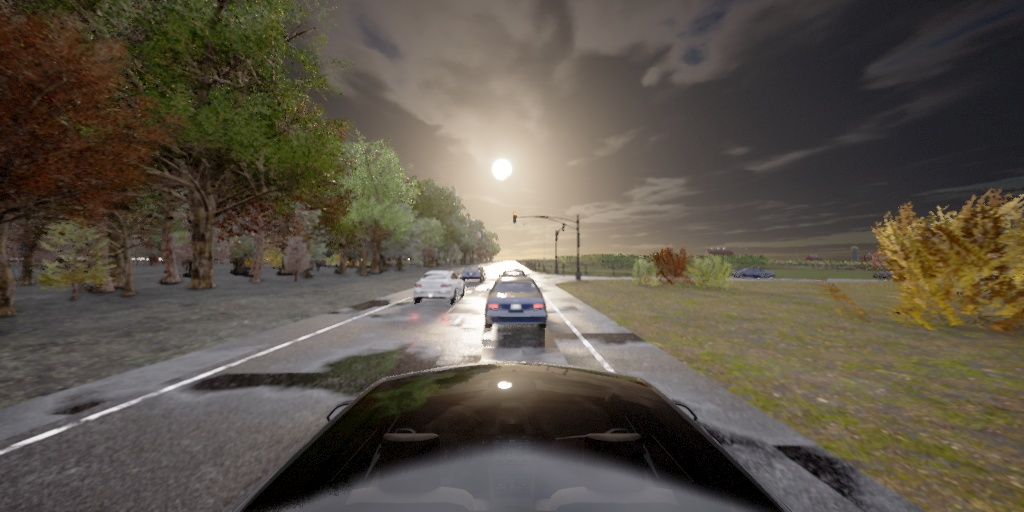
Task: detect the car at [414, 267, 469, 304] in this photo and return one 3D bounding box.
[{"bbox_3d":[-3.400,1.410,17.275,1.812,1.442,4.674,0,0,0],"label":"car"}]

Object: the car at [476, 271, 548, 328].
[{"bbox_3d":[0.100,1.384,11.779,2.033,1.411,5.357,0,-1,0],"label":"car"}]

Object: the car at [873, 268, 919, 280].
[{"bbox_3d":[46.432,2.172,43.191,4.892,1.490,1.837,1,-1,1],"label":"car"}]

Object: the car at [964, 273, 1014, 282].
[{"bbox_3d":[51.421,2.232,39.579,4.718,1.301,1.895,1,-1,1],"label":"car"}]

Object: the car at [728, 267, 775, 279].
[{"bbox_3d":[28.620,2.020,43.315,5.357,1.411,2.033,1,-1,0],"label":"car"}]

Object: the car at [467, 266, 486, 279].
[{"bbox_3d":[-3.398,1.563,32.294,2.033,1.411,5.357,0,0,0],"label":"car"}]
